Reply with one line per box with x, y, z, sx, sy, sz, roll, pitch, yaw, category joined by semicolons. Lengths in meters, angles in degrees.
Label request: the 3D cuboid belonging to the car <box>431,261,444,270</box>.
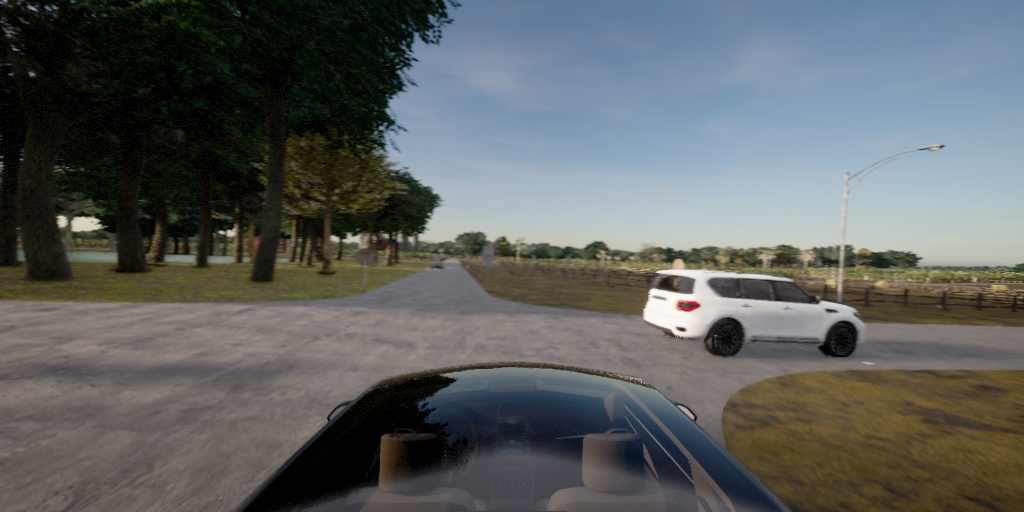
-12.274;1.537;59.297;1.994;1.385;4.181;2;-1;-9;car

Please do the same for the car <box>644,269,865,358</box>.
6.467;1.476;9.788;5.566;2.045;2.150;3;0;-9;car
